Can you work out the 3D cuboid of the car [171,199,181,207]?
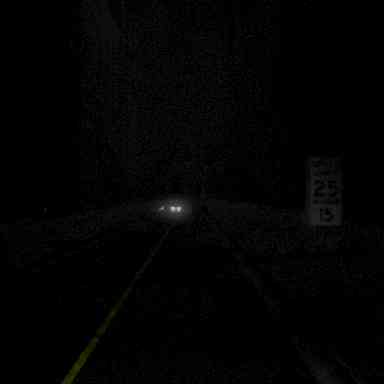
[{"bbox_3d":[-3.052,2.210,65.005,2.128,1.511,4.902,0,-1,0],"label":"car"}]

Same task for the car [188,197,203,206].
[{"bbox_3d":[0.874,1.757,49.579,2.150,2.045,5.566,0,-1,0],"label":"car"}]

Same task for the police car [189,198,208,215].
[{"bbox_3d":[0.880,1.844,39.657,1.930,1.638,5.238,0,-1,0],"label":"police car"}]
